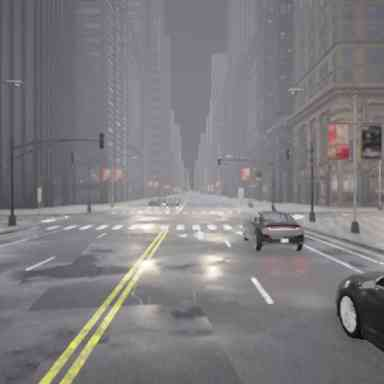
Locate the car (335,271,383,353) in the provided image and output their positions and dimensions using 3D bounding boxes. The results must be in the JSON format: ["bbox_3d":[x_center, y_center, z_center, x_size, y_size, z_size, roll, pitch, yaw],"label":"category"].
[{"bbox_3d":[3.344,1.521,3.769,1.837,1.490,4.892,0,-2,0],"label":"car"}]

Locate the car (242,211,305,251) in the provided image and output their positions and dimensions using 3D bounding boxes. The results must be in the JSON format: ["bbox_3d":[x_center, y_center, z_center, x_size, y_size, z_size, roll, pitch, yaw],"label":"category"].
[{"bbox_3d":[3.347,1.571,14.434,2.128,1.511,4.902,0,0,0],"label":"car"}]

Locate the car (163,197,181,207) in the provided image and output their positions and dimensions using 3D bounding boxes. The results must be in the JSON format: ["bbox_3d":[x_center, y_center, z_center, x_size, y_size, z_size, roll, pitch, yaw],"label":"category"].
[{"bbox_3d":[-3.308,1.650,58.193,2.097,1.767,4.553,0,0,0],"label":"car"}]

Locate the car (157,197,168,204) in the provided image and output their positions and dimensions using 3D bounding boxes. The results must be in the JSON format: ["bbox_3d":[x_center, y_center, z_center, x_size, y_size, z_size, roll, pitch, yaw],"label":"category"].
[{"bbox_3d":[-6.518,1.904,73.588,2.033,1.411,5.357,0,0,0],"label":"car"}]

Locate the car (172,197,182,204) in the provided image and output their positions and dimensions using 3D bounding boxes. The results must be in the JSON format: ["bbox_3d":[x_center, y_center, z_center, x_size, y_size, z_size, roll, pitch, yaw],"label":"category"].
[{"bbox_3d":[-3.267,1.903,73.319,2.033,1.411,5.357,0,0,0],"label":"car"}]

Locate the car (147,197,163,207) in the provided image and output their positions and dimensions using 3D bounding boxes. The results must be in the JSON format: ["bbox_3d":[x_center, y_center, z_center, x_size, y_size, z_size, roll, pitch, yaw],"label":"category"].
[{"bbox_3d":[-6.551,1.844,58.028,2.033,1.411,5.357,0,0,1],"label":"car"}]
